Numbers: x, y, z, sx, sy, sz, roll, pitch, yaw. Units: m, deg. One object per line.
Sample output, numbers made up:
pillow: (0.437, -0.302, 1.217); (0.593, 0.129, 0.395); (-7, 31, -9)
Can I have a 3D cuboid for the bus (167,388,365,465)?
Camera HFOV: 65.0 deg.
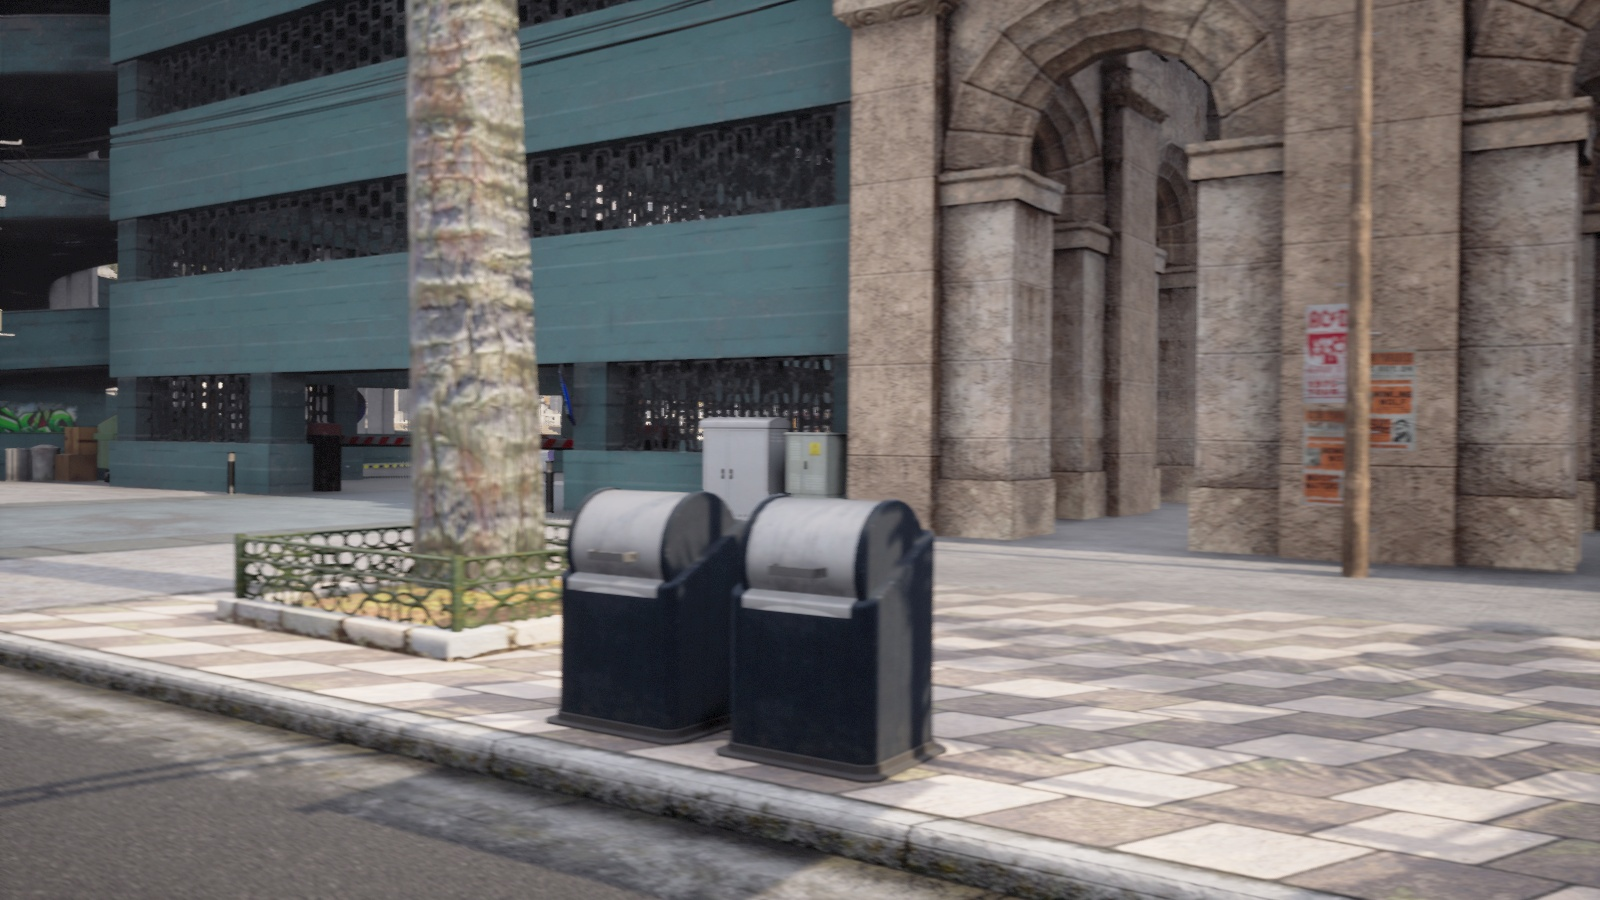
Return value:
bus: (-31.451, -1.377, 74.541); (3.944, 4.253, 10.273); (0, 1, 34)
